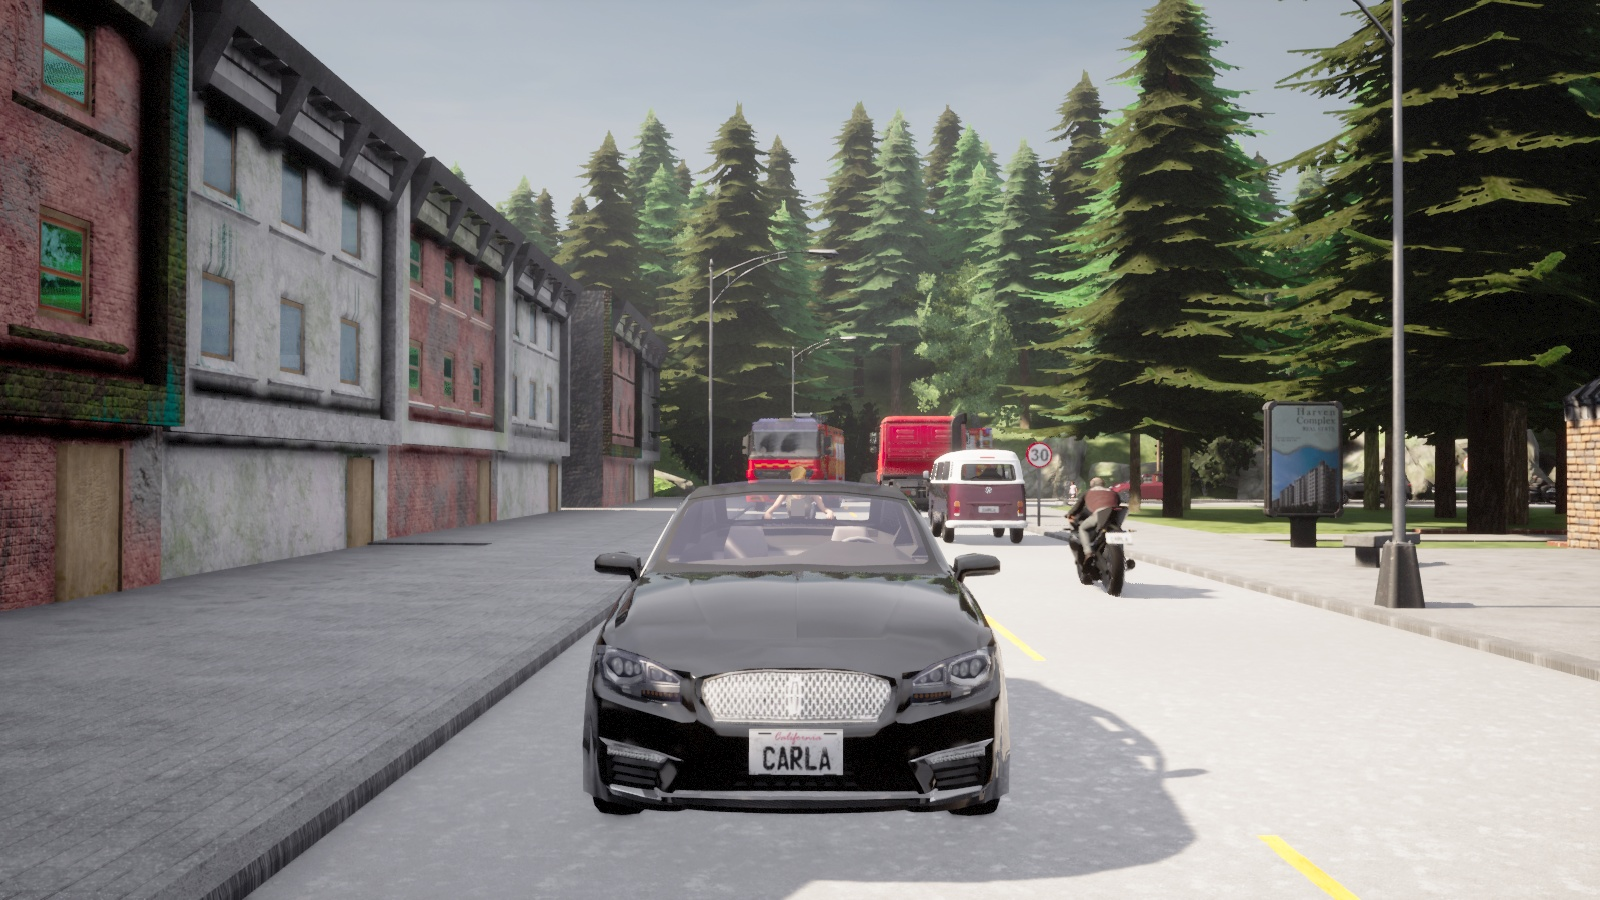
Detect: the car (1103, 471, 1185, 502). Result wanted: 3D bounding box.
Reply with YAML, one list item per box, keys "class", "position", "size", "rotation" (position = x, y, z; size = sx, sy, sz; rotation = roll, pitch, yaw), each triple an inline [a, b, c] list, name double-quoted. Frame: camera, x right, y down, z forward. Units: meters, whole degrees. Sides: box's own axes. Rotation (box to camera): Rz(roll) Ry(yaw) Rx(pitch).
- class: "car"
  position: [17.304, 1.821, 63.323]
  size: [3.633, 1.501, 1.845]
  rotation: [0, -1, 0]

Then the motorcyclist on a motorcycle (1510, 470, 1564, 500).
- class: "motorcyclist on a motorcycle"
  position: [37.208, 1.763, 63.425]
  size: [2.191, 1.530, 0.866]
  rotation: [0, -1, 0]

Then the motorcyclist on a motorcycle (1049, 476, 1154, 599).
- class: "motorcyclist on a motorcycle"
  position: [3.998, 1.116, 16.849]
  size: [0.866, 1.530, 2.191]
  rotation: [0, -1, 0]

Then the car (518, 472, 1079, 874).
- class: "car"
  position: [-0.007, 0.892, 7.230]
  size: [2.128, 1.511, 4.902]
  rotation: [0, -1, 0]

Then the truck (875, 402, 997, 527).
- class: "truck"
  position: [4.011, 0.466, 38.741]
  size: [2.891, 3.462, 7.936]
  rotation: [0, -1, 0]

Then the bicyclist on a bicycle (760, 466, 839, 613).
- class: "bicyclist on a bicycle"
  position: [-0.005, 0.996, 14.605]
  size: [0.866, 1.612, 1.509]
  rotation: [0, -1, 0]

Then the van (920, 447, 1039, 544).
- class: "van"
  position: [4.006, 1.003, 28.737]
  size: [2.069, 2.038, 4.480]
  rotation: [0, -1, 0]

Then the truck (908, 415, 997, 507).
- class: "truck"
  position: [6.806, 0.568, 57.329]
  size: [2.891, 3.827, 8.468]
  rotation: [-2, -1, 0]

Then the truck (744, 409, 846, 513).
- class: "truck"
  position: [-0.045, 0.499, 50.624]
  size: [2.891, 3.827, 8.468]
  rotation: [0, -1, 8]

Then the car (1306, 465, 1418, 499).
- class: "car"
  position: [28.317, 1.609, 63.383]
  size: [4.611, 1.667, 2.242]
  rotation: [0, -1, 0]
